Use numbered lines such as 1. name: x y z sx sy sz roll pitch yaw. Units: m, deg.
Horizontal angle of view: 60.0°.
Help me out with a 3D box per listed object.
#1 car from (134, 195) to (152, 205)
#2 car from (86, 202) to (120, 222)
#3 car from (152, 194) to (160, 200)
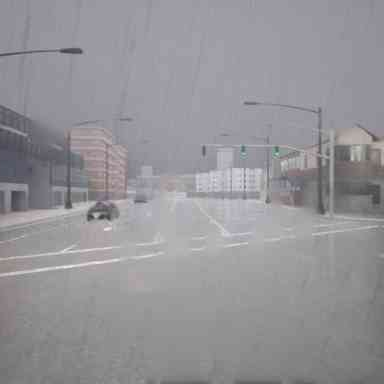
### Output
1. car: -7.876 1.208 52.017 2.033 1.411 5.357 0 1 -2
2. car: -7.148 1.566 27.040 2.128 1.511 4.902 0 0 -2
3. car: -8.612 1.169 77.122 1.812 1.442 4.674 0 -1 -2
